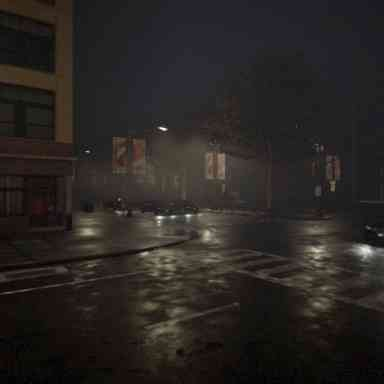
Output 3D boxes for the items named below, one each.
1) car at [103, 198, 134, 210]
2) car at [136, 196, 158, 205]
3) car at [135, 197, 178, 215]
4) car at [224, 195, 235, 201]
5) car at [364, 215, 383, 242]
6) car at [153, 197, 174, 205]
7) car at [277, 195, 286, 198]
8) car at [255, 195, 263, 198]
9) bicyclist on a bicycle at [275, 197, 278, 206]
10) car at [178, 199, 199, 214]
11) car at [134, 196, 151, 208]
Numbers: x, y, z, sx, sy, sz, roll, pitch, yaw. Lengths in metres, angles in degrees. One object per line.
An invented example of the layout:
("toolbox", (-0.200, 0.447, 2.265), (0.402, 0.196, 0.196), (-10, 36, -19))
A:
("car", (-9.690, 1.491, 42.140), (2.128, 1.511, 4.902), (0, 0, -35))
("car", (-8.189, 1.478, 59.840), (1.882, 1.535, 5.008), (0, 0, -36))
("car", (-3.703, 1.526, 33.778), (1.812, 1.442, 4.674), (0, 0, -35))
("car", (7.797, 1.413, 76.685), (2.161, 1.482, 4.786), (0, 0, -36))
("car", (9.801, 1.525, 15.299), (4.674, 1.442, 1.812), (0, 0, -36))
("car", (-5.350, 1.564, 61.887), (1.994, 1.385, 4.181), (0, 0, -36))
("car", (18.280, 1.320, 69.211), (2.002, 1.452, 4.674), (0, 0, -36))
("car", (17.443, 1.463, 83.143), (1.895, 1.301, 4.718), (0, 0, -36))
("bicyclist on a bicycle", (12.513, 1.300, 50.585), (1.656, 1.620, 0.582), (0, 0, -36))
("car", (-1.135, 1.505, 36.211), (1.837, 1.490, 4.892), (0, 0, -36))
("car", (-6.980, 1.601, 44.366), (1.895, 1.301, 4.718), (0, 0, -35))
